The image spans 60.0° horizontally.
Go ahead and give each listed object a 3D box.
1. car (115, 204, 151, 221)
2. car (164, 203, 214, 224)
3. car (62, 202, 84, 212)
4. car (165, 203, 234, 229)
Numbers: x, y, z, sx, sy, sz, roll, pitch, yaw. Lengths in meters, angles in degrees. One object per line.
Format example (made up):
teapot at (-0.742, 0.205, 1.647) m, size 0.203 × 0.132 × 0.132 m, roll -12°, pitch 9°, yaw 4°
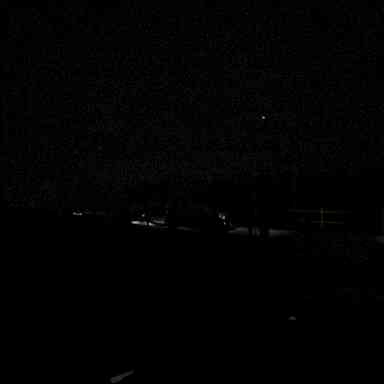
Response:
car at (-5.636, 1.848, 31.398) m, size 2.128 × 1.511 × 4.902 m, roll 1°, pitch -1°, yaw -35°
car at (-0.382, 1.787, 28.769) m, size 1.882 × 1.535 × 5.008 m, roll 1°, pitch -1°, yaw -34°
car at (-17.027, 2.141, 47.512) m, size 2.033 × 1.411 × 5.357 m, roll 1°, pitch -1°, yaw -35°
car at (0.506, 1.557, 22.340) m, size 4.553 × 1.767 × 2.097 m, roll -1°, pitch -1°, yaw 25°
